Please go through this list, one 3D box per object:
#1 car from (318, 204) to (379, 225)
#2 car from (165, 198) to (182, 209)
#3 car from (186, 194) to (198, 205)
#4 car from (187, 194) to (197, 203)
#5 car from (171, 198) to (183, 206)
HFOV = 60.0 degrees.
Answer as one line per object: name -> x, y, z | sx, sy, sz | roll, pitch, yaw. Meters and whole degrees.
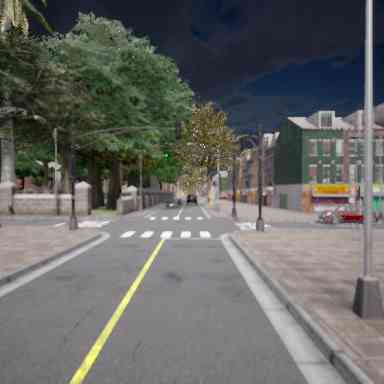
car -> 11.822, 1.647, 25.396 | 4.097, 1.590, 1.967 | 1, 0, 0
car -> -2.851, 1.671, 48.104 | 2.128, 1.511, 4.902 | 0, 0, 0
car -> -0.031, 1.502, 66.450 | 2.150, 2.045, 5.566 | 0, 0, 0
car -> -0.036, 1.447, 76.872 | 2.150, 2.045, 5.566 | 0, 0, 0
car -> -2.799, 1.811, 63.543 | 2.033, 1.411, 5.357 | 0, 0, 1
